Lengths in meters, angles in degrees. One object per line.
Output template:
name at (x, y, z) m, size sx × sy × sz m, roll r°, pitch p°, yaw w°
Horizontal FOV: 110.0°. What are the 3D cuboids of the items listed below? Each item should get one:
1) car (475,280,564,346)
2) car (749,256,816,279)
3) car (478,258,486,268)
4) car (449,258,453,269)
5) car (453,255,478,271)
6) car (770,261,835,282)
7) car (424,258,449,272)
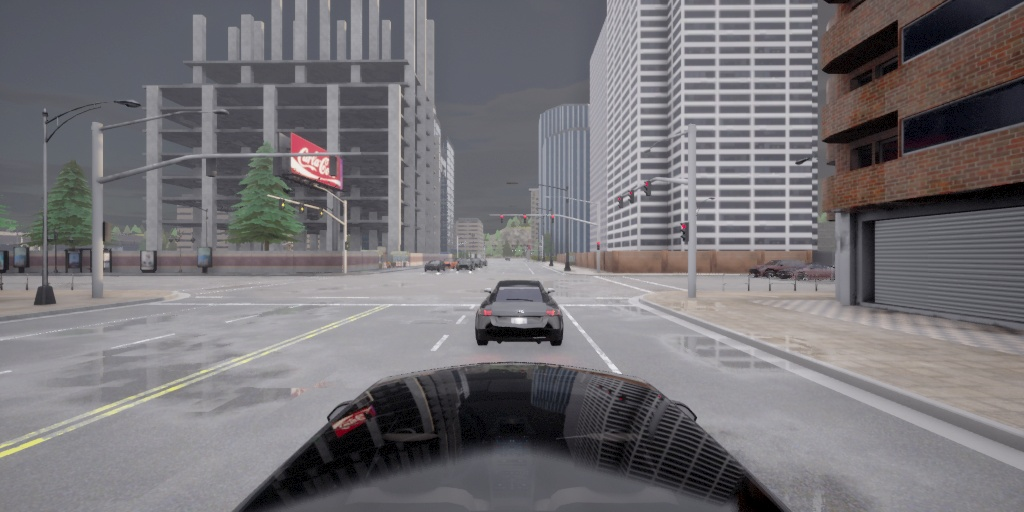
car at (0.194, 1.314, 9.452) m, size 1.994 × 1.385 × 4.181 m, roll 0°, pitch 0°, yaw 1°
car at (23.955, 1.101, 32.241) m, size 4.553 × 1.767 × 2.097 m, roll 0°, pitch 0°, yaw 1°
car at (-6.056, 1.102, 59.031) m, size 2.097 × 1.767 × 4.553 m, roll 0°, pitch 0°, yaw 1°
car at (-9.640, 1.102, 55.026) m, size 2.097 × 1.767 × 4.553 m, roll 0°, pitch 0°, yaw 1°
car at (-6.253, 1.102, 48.848) m, size 2.097 × 1.767 × 4.553 m, roll 0°, pitch 0°, yaw 1°
car at (23.733, 1.314, 28.745) m, size 4.181 × 1.385 × 1.994 m, roll 0°, pitch 0°, yaw 1°
car at (-9.811, 1.228, 45.995) m, size 1.882 × 1.535 × 5.008 m, roll 0°, pitch 0°, yaw 1°
